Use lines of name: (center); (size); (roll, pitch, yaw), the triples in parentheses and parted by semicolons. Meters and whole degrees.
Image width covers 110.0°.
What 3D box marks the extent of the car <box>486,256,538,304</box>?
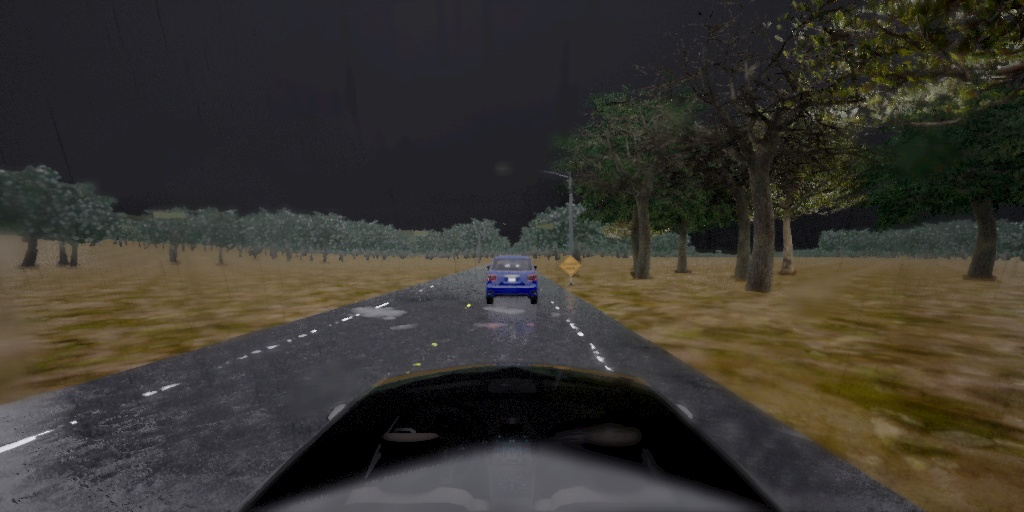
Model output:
car: (0.000, 1.014, 16.535); (2.150, 2.045, 5.566); (0, 0, 0)

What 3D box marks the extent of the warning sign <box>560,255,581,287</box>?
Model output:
warning sign: (3.550, 0.873, 21.599); (1.300, 1.860, 1.060); (0, 0, 0)
